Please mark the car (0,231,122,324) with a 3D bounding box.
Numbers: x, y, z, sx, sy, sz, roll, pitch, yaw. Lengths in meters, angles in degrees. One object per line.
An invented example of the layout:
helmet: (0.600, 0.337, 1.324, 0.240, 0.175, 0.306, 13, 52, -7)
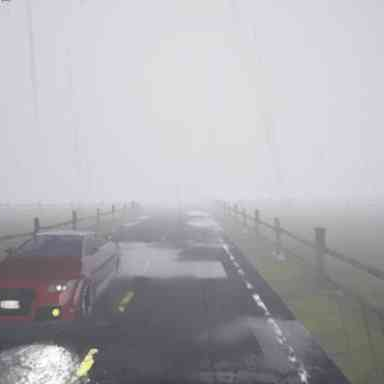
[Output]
car: (-2.833, 1.571, 7.183, 1.994, 1.385, 4.181, 0, 0, 0)
